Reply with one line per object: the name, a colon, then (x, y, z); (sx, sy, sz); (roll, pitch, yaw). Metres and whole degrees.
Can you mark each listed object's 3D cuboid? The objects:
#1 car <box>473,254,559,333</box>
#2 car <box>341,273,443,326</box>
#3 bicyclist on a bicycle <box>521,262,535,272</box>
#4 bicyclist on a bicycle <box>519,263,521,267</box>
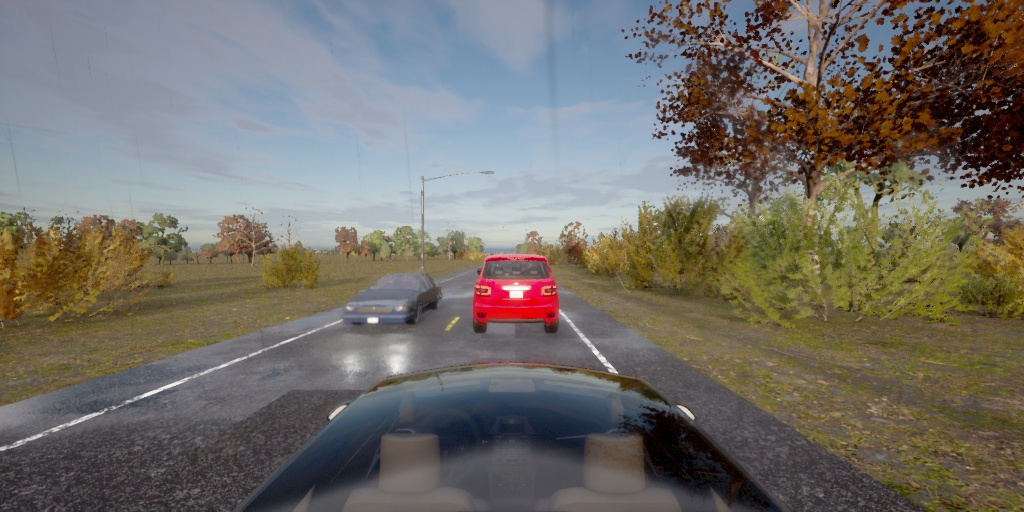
car: (0.088, 0.968, 10.854); (2.150, 2.045, 5.566); (0, 0, 0)
car: (-3.618, 1.294, 12.003); (2.033, 1.411, 5.357); (0, 0, 0)
bicyclist on a bicycle: (0.936, 1.114, 18.560); (0.659, 1.776, 1.843); (0, 0, 0)
bicyclist on a bicycle: (0.892, 1.111, 28.573); (0.659, 1.776, 1.843); (0, 0, 0)
